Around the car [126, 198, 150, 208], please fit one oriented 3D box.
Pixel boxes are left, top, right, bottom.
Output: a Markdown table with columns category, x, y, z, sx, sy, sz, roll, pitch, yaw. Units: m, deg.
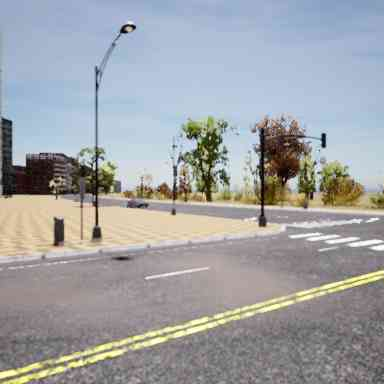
| category | x | y | z | sx | sy | sz | roll | pitch | yaw |
| --- | --- | --- | --- | --- | --- | --- | --- | --- | --- |
| car | -8.111 | 1.646 | 49.382 | 2.033 | 1.411 | 5.357 | 0 | 0 | -30 |
